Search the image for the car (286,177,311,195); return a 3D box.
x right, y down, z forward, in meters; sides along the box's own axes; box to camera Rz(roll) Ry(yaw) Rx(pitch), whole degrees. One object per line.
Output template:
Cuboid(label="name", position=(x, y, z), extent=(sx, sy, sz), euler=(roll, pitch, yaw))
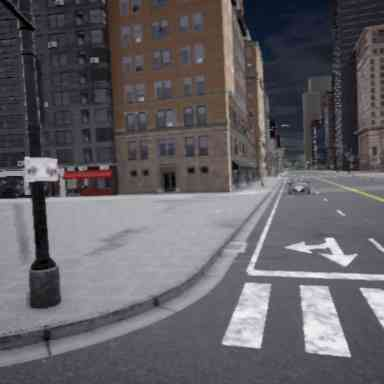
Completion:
Cuboid(label="car", position=(9.575, -0.606, 30.012), extent=(2.128, 1.511, 4.902), euler=(-2, 3, 17))
